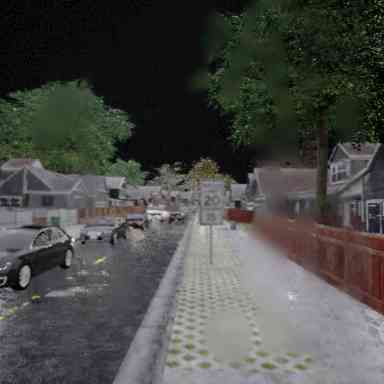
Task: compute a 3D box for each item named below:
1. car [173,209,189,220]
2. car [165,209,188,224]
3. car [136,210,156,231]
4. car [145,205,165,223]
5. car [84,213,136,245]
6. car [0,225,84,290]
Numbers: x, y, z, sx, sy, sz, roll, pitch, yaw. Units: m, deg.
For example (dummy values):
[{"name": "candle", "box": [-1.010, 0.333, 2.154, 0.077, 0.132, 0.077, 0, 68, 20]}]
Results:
[{"name": "car", "box": [-1.582, 3.339, 50.390, 2.128, 1.511, 4.902, 1, -2, 1]}, {"name": "car", "box": [-1.724, 2.941, 39.376, 1.837, 1.490, 4.892, 1, -2, 1]}, {"name": "car", "box": [-4.788, 2.546, 29.012, 2.033, 1.411, 5.357, 1, -2, 1]}, {"name": "car", "box": [-4.517, 2.687, 41.478, 2.150, 2.045, 5.566, 1, -2, 2]}, {"name": "car", "box": [-4.953, 2.128, 19.338, 2.128, 1.511, 4.902, 1, -2, 1]}, {"name": "car", "box": [-5.112, 1.788, 9.969, 1.837, 1.490, 4.892, 1, -2, 1]}]
